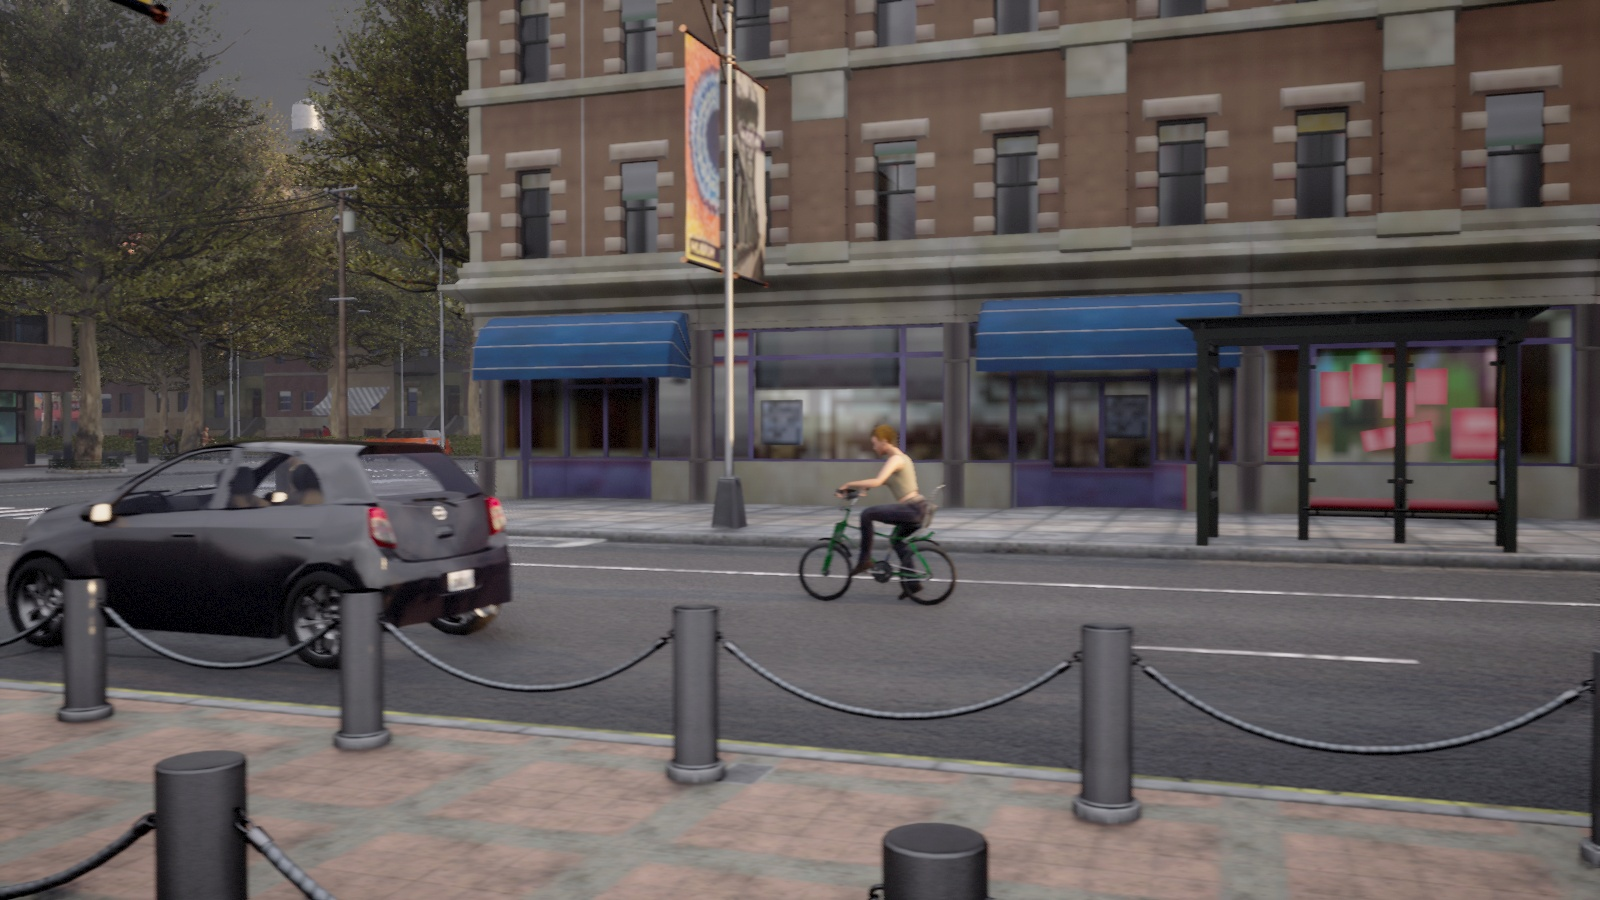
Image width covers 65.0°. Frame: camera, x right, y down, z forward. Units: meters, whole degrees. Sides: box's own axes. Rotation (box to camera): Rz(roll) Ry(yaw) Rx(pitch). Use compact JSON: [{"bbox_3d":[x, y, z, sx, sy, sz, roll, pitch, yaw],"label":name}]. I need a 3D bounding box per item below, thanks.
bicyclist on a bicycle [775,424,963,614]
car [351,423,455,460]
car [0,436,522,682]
[{"bbox_3d":[0.635,0.581,11.337,1.509,1.612,0.866,1,1,19],"label":"bicyclist on a bicycle"},{"bbox_3d":[-19.686,-0.450,62.337,4.553,1.767,2.097,1,1,19],"label":"car"},{"bbox_3d":[-4.141,0.664,9.328,3.633,1.501,1.845,1,1,20],"label":"car"}]
